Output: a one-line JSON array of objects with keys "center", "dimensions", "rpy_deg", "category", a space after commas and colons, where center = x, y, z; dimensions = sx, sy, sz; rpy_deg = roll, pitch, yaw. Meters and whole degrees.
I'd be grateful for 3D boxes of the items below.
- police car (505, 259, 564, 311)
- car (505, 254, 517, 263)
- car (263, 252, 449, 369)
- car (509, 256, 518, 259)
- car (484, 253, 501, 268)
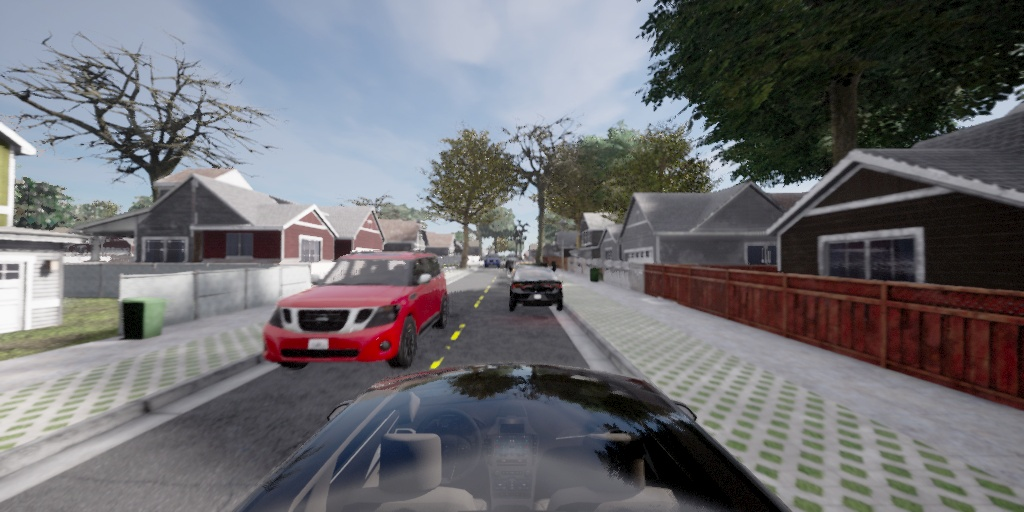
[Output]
[{"center": [0.827, 1.077, 14.117], "dimensions": [1.930, 1.638, 5.238], "rpy_deg": [0, 0, 0], "category": "police car"}, {"center": [0.022, 0.907, 51.165], "dimensions": [1.882, 1.535, 5.008], "rpy_deg": [0, 1, 0], "category": "car"}, {"center": [-2.848, 0.920, 8.040], "dimensions": [2.150, 2.045, 5.566], "rpy_deg": [0, 0, 0], "category": "car"}, {"center": [0.827, 1.030, 24.204], "dimensions": [1.801, 1.575, 5.366], "rpy_deg": [0, 0, 0], "category": "car"}, {"center": [-2.809, 0.649, 51.832], "dimensions": [2.150, 2.045, 5.566], "rpy_deg": [0, 0, 0], "category": "car"}]
